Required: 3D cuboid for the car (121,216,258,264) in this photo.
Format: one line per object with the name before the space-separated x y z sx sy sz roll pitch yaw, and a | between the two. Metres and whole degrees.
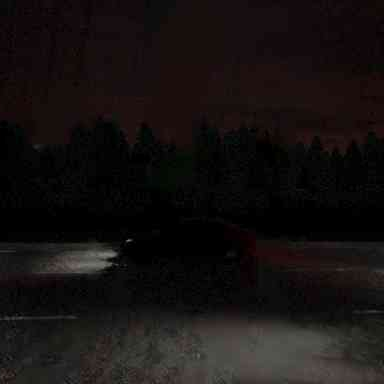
car | -0.069 1.587 11.530 4.674 1.442 1.812 1 0 -4
